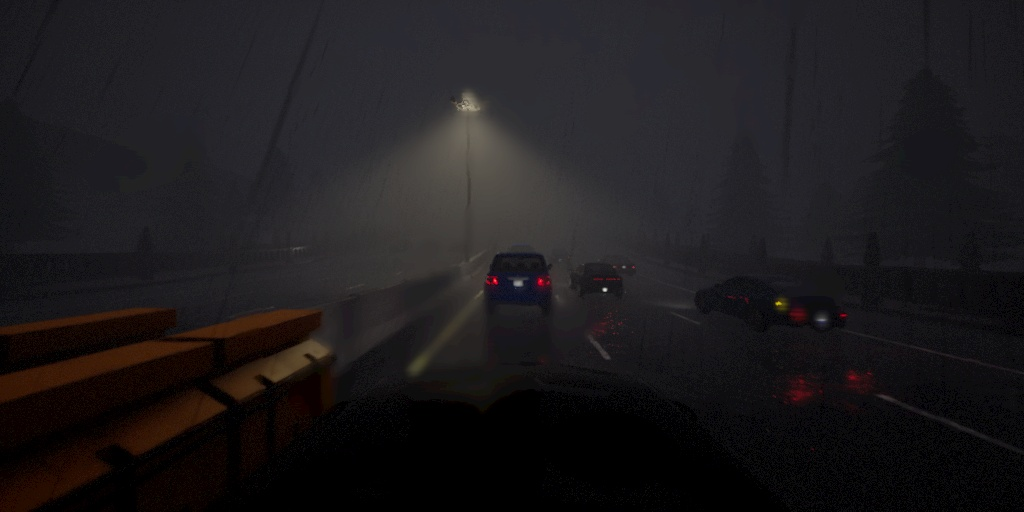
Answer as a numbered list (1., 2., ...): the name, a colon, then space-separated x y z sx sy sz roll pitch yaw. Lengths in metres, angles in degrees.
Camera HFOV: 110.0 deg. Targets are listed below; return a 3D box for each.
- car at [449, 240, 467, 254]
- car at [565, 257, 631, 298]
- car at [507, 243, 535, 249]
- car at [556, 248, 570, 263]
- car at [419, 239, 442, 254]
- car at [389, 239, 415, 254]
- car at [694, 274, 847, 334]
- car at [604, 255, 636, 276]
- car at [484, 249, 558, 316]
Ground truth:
1. car: -6.149 -1.135 42.731 1.812 1.442 4.674 0 7 1
2. car: 3.925 1.055 17.272 1.837 1.490 4.892 0 2 2
3. car: 0.752 -0.109 30.992 2.150 2.045 5.566 0 5 2
4. car: 4.302 0.026 33.025 1.812 1.442 4.674 0 6 1
5. car: -9.647 -1.182 42.797 1.837 1.490 4.892 0 7 1
6. car: -13.145 -1.239 42.897 1.882 1.535 5.008 0 7 1
7. car: 7.235 1.253 10.579 1.812 1.442 4.674 0 1 2
8. car: 7.623 0.608 26.641 2.033 1.411 5.357 0 4 2
9. car: 0.302 0.853 13.144 2.150 2.045 5.566 0 1 3
